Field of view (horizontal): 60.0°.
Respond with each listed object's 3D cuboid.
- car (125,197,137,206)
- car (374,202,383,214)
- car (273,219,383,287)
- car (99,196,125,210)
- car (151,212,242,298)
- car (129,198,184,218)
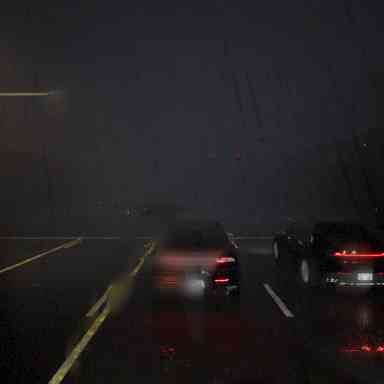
[{"bbox_3d":[-10.435,1.526,52.865,1.812,1.442,4.674,0,0,1],"label":"car"},{"bbox_3d":[18.122,1.061,28.324,4.902,1.511,2.128,-5,0,0],"label":"car"},{"bbox_3d":[3.605,1.505,9.297,1.837,1.490,4.892,0,0,1],"label":"car"},{"bbox_3d":[-10.468,1.352,42.785,2.097,1.767,4.553,0,0,0],"label":"car"},{"bbox_3d":[0.100,1.492,8.535,2.128,1.511,4.902,0,0,0],"label":"car"},{"bbox_3d":[-2.857,1.526,29.461,4.674,1.442,1.812,0,1,-42],"label":"car"}]
